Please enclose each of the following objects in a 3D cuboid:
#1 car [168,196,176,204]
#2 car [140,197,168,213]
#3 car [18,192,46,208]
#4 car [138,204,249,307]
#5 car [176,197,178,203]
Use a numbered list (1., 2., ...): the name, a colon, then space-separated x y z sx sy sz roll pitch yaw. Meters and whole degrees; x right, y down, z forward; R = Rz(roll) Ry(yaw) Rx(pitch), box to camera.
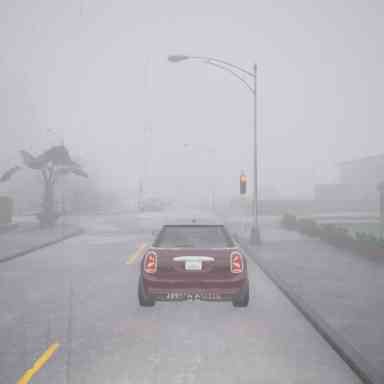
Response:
1. car: -4.053 1.547 52.665 2.033 1.411 5.357 0 0 0
2. car: -4.269 1.351 36.570 2.097 1.767 4.553 0 0 5
3. car: -19.729 0.985 42.014 1.905 1.878 3.866 0 0 35
4. car: 0.050 1.352 8.139 2.097 1.767 4.553 0 0 1
5. car: -3.955 1.563 67.718 1.994 1.385 4.181 0 0 0
